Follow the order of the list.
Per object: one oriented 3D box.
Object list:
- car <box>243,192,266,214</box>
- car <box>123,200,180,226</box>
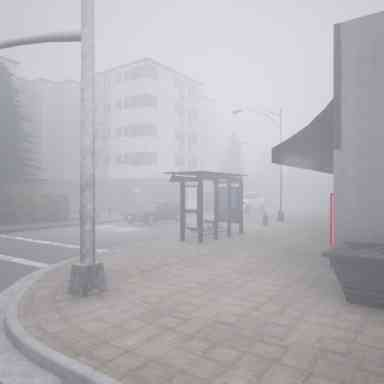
[{"bbox_3d":[5.425,1.046,33.109,2.150,2.045,5.566,0,0,36],"label":"car"},{"bbox_3d":[-2.399,1.328,22.225,1.837,1.490,4.892,0,0,36],"label":"car"}]
